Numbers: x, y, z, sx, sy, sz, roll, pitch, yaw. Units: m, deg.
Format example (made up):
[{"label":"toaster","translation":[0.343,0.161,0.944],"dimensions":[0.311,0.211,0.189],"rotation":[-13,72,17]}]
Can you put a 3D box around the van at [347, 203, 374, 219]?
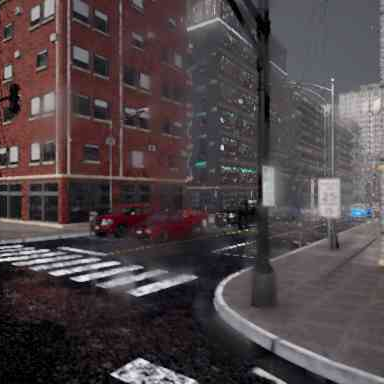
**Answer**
[{"label":"van","translation":[19.583,2.200,38.638],"dimensions":[1.690,1.788,3.998],"rotation":[-1,-2,35]}]

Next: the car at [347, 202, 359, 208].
[{"label":"car","translation":[39.076,3.241,80.586],"dimensions":[1.887,1.381,4.507],"rotation":[-1,-2,35]}]

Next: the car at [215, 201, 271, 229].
[{"label":"car","translation":[3.969,1.744,26.531],"dimensions":[2.150,2.045,5.566],"rotation":[0,-1,35]}]

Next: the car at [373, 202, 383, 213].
[{"label":"car","translation":[32.752,2.588,57.228],"dimensions":[2.192,1.841,5.009],"rotation":[-1,-2,35]}]

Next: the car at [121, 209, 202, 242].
[{"label":"car","translation":[-1.577,1.913,18.703],"dimensions":[1.994,1.385,4.181],"rotation":[0,-1,35]}]

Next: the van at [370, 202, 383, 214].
[{"label":"van","translation":[29.459,2.510,52.580],"dimensions":[1.690,1.788,3.998],"rotation":[-1,-2,35]}]

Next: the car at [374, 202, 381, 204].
[{"label":"car","translation":[26.167,2.506,47.930],"dimensions":[1.967,1.590,4.097],"rotation":[-1,-2,35]}]

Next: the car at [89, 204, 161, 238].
[{"label":"car","translation":[-3.727,1.667,20.177],"dimensions":[2.192,1.841,5.009],"rotation":[-1,-2,35]}]

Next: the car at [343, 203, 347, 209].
[{"label":"car","translation":[35.784,3.137,75.939],"dimensions":[1.887,1.381,4.507],"rotation":[-1,-2,35]}]

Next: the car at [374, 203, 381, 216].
[{"label":"car","translation":[22.876,2.513,43.279],"dimensions":[2.008,1.369,4.403],"rotation":[-1,-2,35]}]

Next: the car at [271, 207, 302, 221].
[{"label":"car","translation":[10.011,2.259,35.046],"dimensions":[2.033,1.411,5.357],"rotation":[0,-1,35]}]

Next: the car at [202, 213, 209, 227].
[{"label":"car","translation":[-0.434,1.999,24.818],"dimensions":[1.887,1.381,4.507],"rotation":[-1,-2,35]}]
